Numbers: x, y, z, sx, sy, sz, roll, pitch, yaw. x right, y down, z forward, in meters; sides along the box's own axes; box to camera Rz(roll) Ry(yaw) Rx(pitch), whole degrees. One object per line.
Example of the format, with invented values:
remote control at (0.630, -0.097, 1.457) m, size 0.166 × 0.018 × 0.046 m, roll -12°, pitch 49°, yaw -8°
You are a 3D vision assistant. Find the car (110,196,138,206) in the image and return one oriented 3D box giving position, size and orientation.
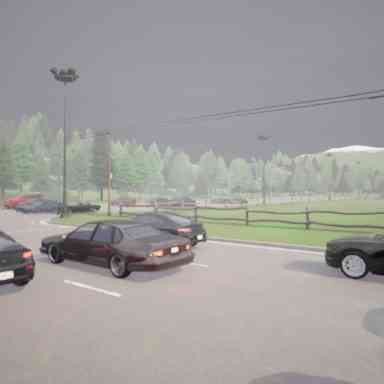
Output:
car at (-11.738, 1.526, 57.297) m, size 1.812 × 1.442 × 4.674 m, roll 0°, pitch 0°, yaw 37°

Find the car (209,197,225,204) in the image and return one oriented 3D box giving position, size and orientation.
car at (5.106, 1.601, 62.155) m, size 1.895 × 1.301 × 4.718 m, roll 0°, pitch 0°, yaw 37°

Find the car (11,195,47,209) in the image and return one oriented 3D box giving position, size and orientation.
car at (-19.219, 1.506, 41.353) m, size 1.837 × 1.490 × 4.892 m, roll 0°, pitch 0°, yaw 35°

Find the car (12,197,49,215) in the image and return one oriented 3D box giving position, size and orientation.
car at (-15.321, 1.548, 34.698) m, size 2.033 × 1.411 × 5.357 m, roll 0°, pitch 0°, yaw 34°

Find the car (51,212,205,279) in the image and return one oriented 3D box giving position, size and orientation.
car at (-2.464, 1.547, 10.108) m, size 5.357 × 1.411 × 2.033 m, roll 0°, pitch 0°, yaw 37°

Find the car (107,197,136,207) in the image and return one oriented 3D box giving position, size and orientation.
car at (-11.257, 1.564, 52.136) m, size 1.994 × 1.385 × 4.181 m, roll 0°, pitch 0°, yaw 37°

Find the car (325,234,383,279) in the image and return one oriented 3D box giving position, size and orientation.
car at (5.980, 1.478, 8.296) m, size 5.008 × 1.535 × 1.882 m, roll 0°, pitch 0°, yaw 36°

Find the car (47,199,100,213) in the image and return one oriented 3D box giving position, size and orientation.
car at (-11.763, 1.601, 33.696) m, size 1.895 × 1.301 × 4.718 m, roll 0°, pitch 0°, yaw 35°

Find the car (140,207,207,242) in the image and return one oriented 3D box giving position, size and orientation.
car at (-1.551, 1.526, 13.795) m, size 4.674 × 1.442 × 1.812 m, roll 0°, pitch 0°, yaw 36°

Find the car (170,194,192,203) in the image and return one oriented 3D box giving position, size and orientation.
car at (-2.300, 1.355, 69.660) m, size 2.097 × 1.767 × 4.553 m, roll 0°, pitch 0°, yaw 37°

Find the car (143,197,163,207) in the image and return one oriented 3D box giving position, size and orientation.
car at (-5.138, 1.506, 48.627) m, size 1.837 × 1.490 × 4.892 m, roll 0°, pitch 0°, yaw 37°

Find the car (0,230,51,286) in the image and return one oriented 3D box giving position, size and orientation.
car at (-5.626, 1.526, 8.102) m, size 4.674 × 1.442 × 1.812 m, roll 0°, pitch 0°, yaw 36°

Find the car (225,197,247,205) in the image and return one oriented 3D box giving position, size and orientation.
car at (8.395, 1.564, 60.711) m, size 1.994 × 1.385 × 4.181 m, roll 0°, pitch 0°, yaw 37°

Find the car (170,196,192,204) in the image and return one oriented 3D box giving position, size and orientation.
car at (-2.061, 1.564, 64.258) m, size 1.994 × 1.385 × 4.181 m, roll 0°, pitch 0°, yaw 37°

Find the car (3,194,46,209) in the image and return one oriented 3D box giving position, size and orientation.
car at (-21.766, 1.222, 43.826) m, size 2.150 × 2.045 × 5.566 m, roll 0°, pitch 0°, yaw 36°

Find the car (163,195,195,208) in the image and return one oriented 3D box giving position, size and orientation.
car at (-1.465, 1.507, 47.684) m, size 1.837 × 1.490 × 4.892 m, roll 0°, pitch -1°, yaw 37°
